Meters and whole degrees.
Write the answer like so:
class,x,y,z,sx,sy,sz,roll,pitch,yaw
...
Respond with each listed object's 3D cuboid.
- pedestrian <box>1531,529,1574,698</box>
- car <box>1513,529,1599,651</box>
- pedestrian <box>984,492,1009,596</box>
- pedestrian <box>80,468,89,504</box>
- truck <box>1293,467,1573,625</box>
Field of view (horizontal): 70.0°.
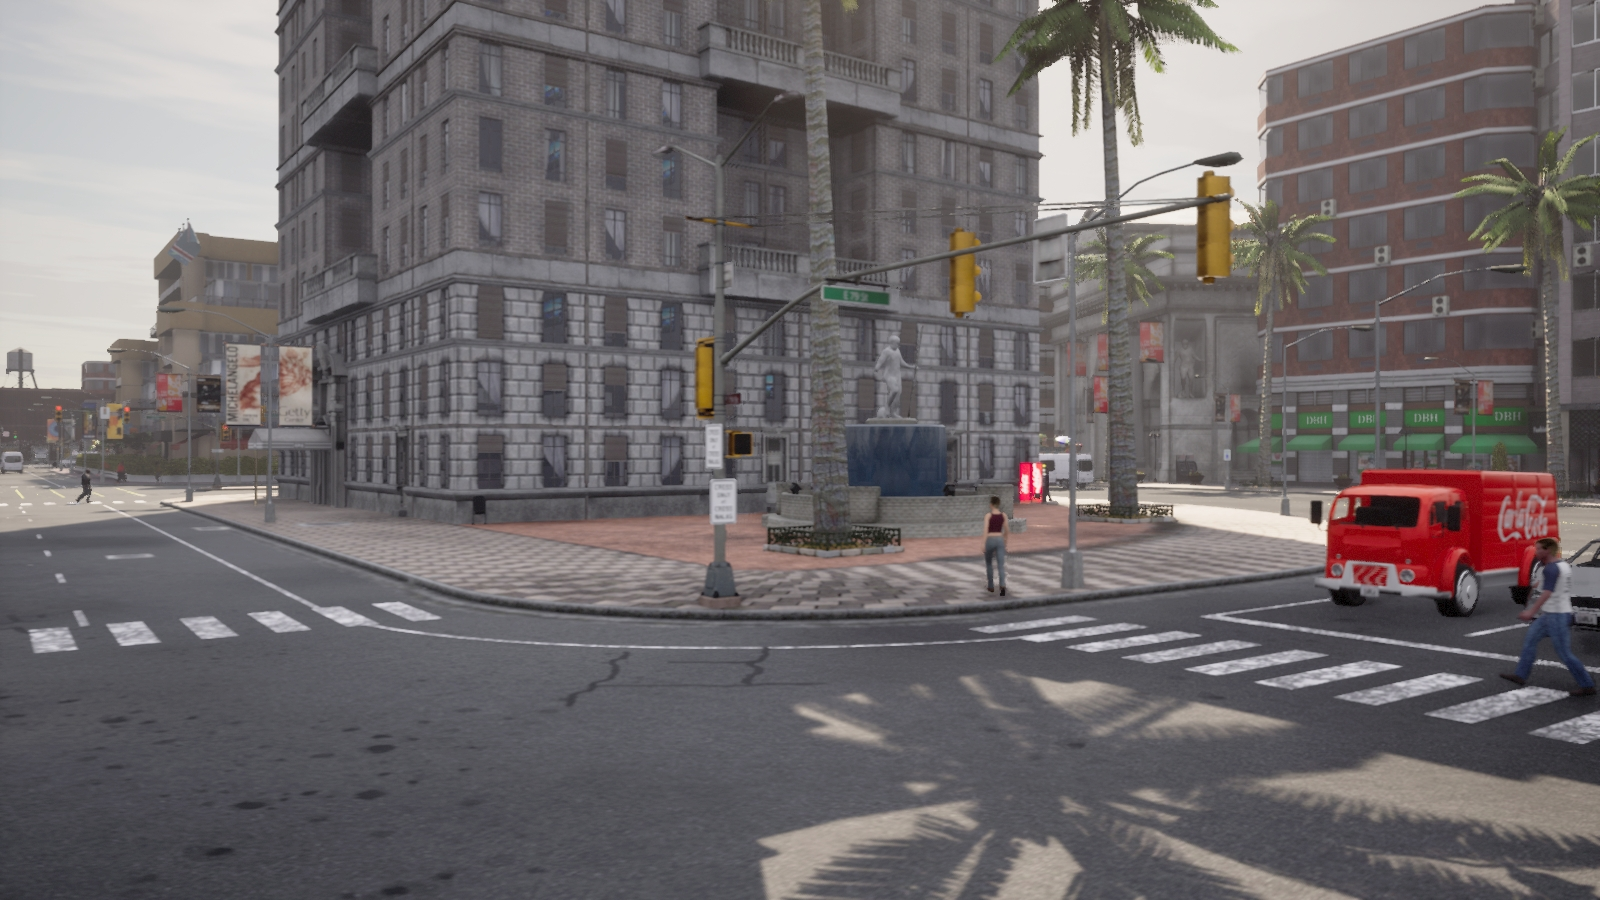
class,x,y,z,sx,sy,sz,roll,pitch,yaw
pedestrian,8.626,1.851,13.097,0.375,1.860,0.375,0,0,38
car,12.680,2.067,17.391,4.193,1.474,1.816,0,0,-39
pedestrian,3.575,1.698,20.793,0.375,1.860,0.375,0,0,-4
pedestrian,-37.139,1.849,59.326,0.375,1.860,0.375,0,0,-36
truck,11.585,1.584,20.775,5.204,2.467,2.627,1,-1,-38
